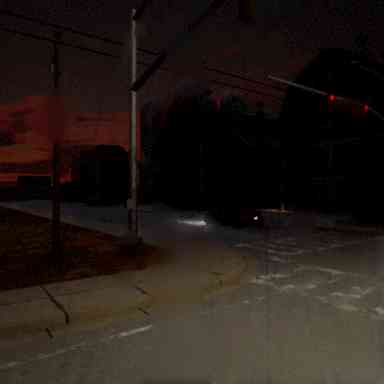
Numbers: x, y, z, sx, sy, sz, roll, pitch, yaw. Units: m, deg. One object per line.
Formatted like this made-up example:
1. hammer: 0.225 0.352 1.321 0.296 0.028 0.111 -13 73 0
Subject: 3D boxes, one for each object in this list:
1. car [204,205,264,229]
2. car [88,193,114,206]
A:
1. car: 2.635 1.529 21.451 1.994 1.385 4.181 0 0 -36
2. car: -13.764 1.117 50.617 3.866 1.878 1.905 -2 5 11
